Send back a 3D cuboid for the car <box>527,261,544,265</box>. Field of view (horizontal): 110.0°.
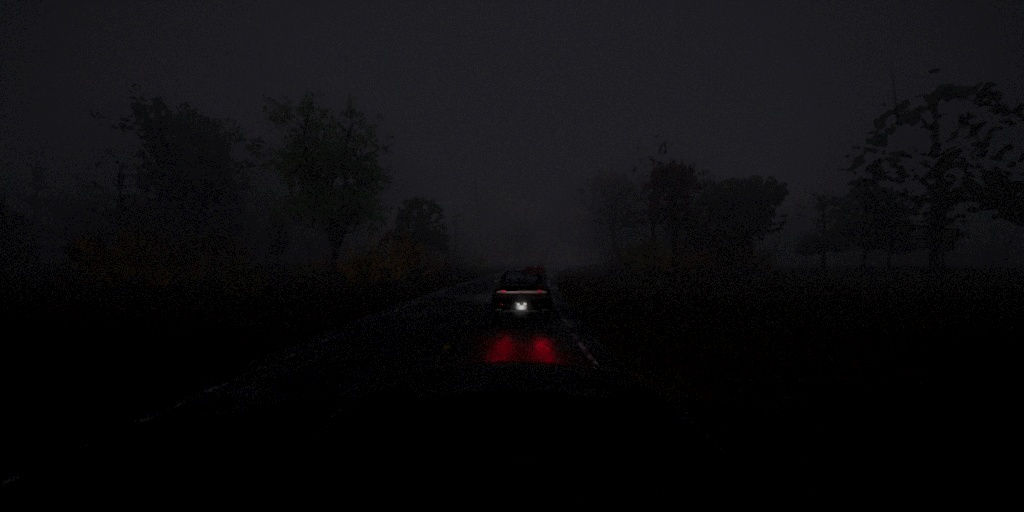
[{"bbox_3d":[2.181,1.234,32.797,1.882,1.535,5.008,0,0,7],"label":"car"}]

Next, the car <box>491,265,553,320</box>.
[{"bbox_3d":[0.370,1.244,12.569,2.128,1.511,4.902,0,0,2],"label":"car"}]
